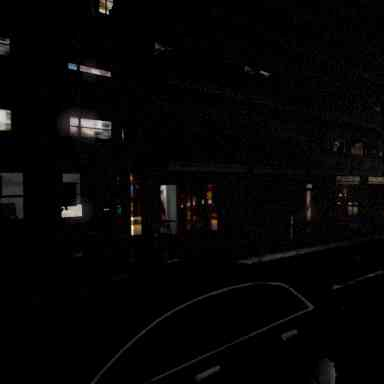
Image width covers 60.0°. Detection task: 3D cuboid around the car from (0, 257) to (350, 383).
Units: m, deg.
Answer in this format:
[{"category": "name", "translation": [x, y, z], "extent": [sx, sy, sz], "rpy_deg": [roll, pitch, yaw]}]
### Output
[{"category": "car", "translation": [-0.379, 1.504, 3.091], "extent": [4.892, 1.490, 1.837], "rpy_deg": [0, 0, -38]}]
